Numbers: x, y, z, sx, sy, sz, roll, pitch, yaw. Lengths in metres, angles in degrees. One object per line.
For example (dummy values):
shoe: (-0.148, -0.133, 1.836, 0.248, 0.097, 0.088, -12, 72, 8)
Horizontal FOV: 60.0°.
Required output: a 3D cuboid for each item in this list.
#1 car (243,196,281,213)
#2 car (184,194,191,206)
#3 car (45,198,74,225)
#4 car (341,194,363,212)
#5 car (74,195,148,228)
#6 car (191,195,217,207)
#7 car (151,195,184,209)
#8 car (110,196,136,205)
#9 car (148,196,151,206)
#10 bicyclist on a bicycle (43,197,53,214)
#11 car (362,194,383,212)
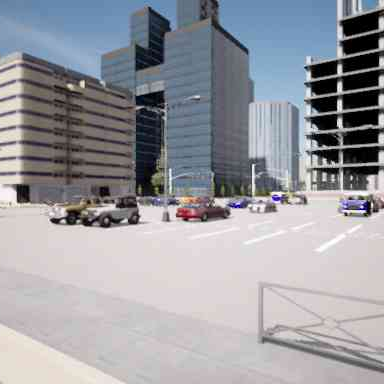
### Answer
car: (7.083, 1.386, 33.597, 1.970, 1.475, 3.806, 0, 0, 34)
car: (-0.629, 1.325, 63.793, 2.097, 1.767, 4.553, 0, 0, 34)
car: (-7.300, 1.140, 22.297, 1.932, 1.855, 4.605, 0, 0, 34)
car: (20.312, 1.390, 42.889, 1.970, 1.475, 3.806, 0, 0, 34)
car: (-4.931, 1.145, 20.632, 1.905, 1.878, 3.866, 0, 0, 34)
car: (2.296, 1.501, 61.871, 1.812, 1.442, 4.674, 0, 0, 34)
car: (-3.825, 1.330, 52.664, 2.097, 1.767, 4.553, 0, 0, 34)
car: (-12.196, 1.493, 59.189, 1.812, 1.442, 4.674, 0, 0, 34)
car: (-6.688, 1.464, 54.680, 2.128, 1.511, 4.902, 0, 0, 34)
bicyclist on a bicycle: (-13.536, 1.281, 31.252, 1.656, 1.620, 0.582, 0, 0, 34)
car: (22.711, 1.360, 41.268, 1.784, 1.438, 3.905, 0, 0, 34)
